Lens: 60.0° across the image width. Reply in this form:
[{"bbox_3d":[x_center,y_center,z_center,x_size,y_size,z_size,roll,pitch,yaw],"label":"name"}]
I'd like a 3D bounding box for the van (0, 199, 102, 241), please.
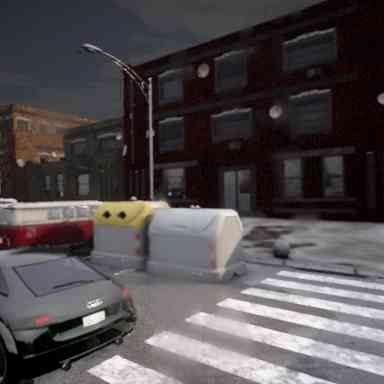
[{"bbox_3d":[-5.015,1.358,12.682,1.878,1.987,4.442,-1,0,36],"label":"van"}]

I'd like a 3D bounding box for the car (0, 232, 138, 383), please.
[{"bbox_3d":[-2.887,1.617,5.439,4.181,1.385,1.994,-1,0,36],"label":"car"}]
